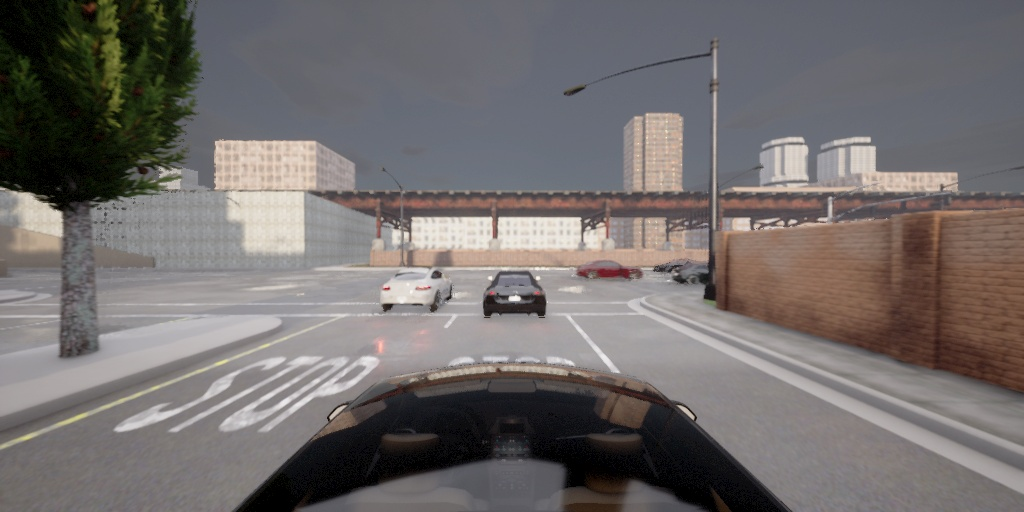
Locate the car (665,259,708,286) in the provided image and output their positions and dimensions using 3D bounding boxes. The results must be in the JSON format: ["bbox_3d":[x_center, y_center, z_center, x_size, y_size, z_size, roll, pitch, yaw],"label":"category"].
[{"bbox_3d":[11.940,1.068,21.682,4.181,1.385,1.994,0,1,2],"label":"car"}]

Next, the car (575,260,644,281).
[{"bbox_3d":[6.837,0.990,25.297,4.674,1.442,1.812,0,0,1],"label":"car"}]

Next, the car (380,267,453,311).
[{"bbox_3d":[-3.421,1.137,13.457,1.812,1.442,4.674,0,1,0],"label":"car"}]

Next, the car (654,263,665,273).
[{"bbox_3d":[15.018,0.941,32.244,4.181,1.385,1.994,0,1,1],"label":"car"}]

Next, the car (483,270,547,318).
[{"bbox_3d":[0.078,1.186,12.417,1.994,1.385,4.181,0,1,0],"label":"car"}]
